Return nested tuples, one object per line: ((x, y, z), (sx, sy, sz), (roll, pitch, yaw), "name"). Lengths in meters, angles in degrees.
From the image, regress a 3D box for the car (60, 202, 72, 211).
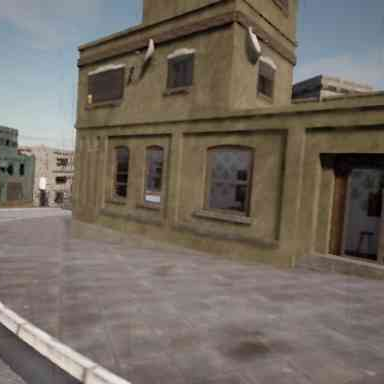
((-20.587, 2.461, 57.143), (1.994, 1.385, 4.181), (5, -1, 16), "car")
